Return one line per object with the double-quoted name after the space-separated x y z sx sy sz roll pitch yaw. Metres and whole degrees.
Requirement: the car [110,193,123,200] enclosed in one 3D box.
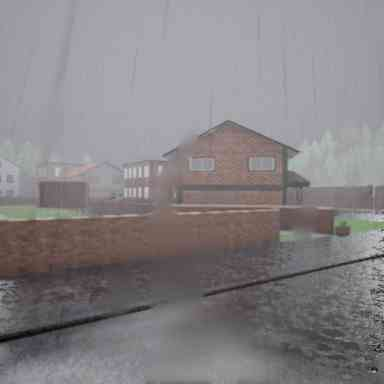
-9.124 1.058 42.334 1.905 1.878 3.866 0 0 -35 "car"
